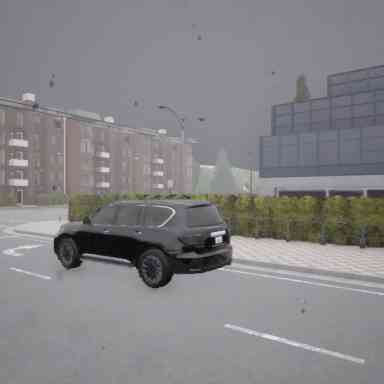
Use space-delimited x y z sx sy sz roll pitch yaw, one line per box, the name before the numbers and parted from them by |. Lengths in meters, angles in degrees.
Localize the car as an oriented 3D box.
car | -1.557 1.222 9.390 5.566 2.045 2.150 0 0 35
